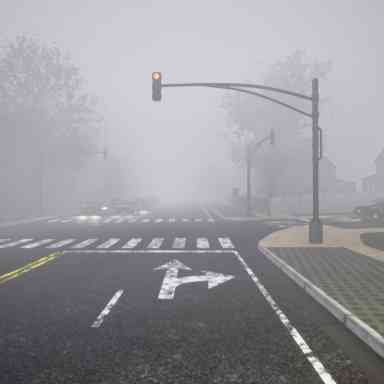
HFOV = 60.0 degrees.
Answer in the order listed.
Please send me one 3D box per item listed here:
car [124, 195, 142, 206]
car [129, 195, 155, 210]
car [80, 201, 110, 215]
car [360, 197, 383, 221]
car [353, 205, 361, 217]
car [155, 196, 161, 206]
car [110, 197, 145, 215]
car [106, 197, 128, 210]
[{"bbox_3d":[-9.797,1.400,55.555,2.097,1.767,4.553,0,0,0],"label":"car"},{"bbox_3d":[-6.566,1.522,44.252,2.128,1.511,4.902,0,0,0],"label":"car"},{"bbox_3d":[-9.826,1.583,33.684,1.994,1.385,4.181,0,0,0],"label":"car"},{"bbox_3d":[12.869,1.053,19.532,4.718,1.301,1.895,-2,-1,-6],"label":"car"},{"bbox_3d":[13.176,1.036,22.518,4.181,1.385,1.994,-2,-1,-6],"label":"car"},{"bbox_3d":[-6.546,1.399,56.426,2.097,1.767,4.553,0,0,0],"label":"car"},{"bbox_3d":[-6.576,1.567,34.376,2.033,1.411,5.357,0,0,0],"label":"car"},{"bbox_3d":[-9.816,1.533,43.960,1.837,1.490,4.892,0,0,0],"label":"car"}]
